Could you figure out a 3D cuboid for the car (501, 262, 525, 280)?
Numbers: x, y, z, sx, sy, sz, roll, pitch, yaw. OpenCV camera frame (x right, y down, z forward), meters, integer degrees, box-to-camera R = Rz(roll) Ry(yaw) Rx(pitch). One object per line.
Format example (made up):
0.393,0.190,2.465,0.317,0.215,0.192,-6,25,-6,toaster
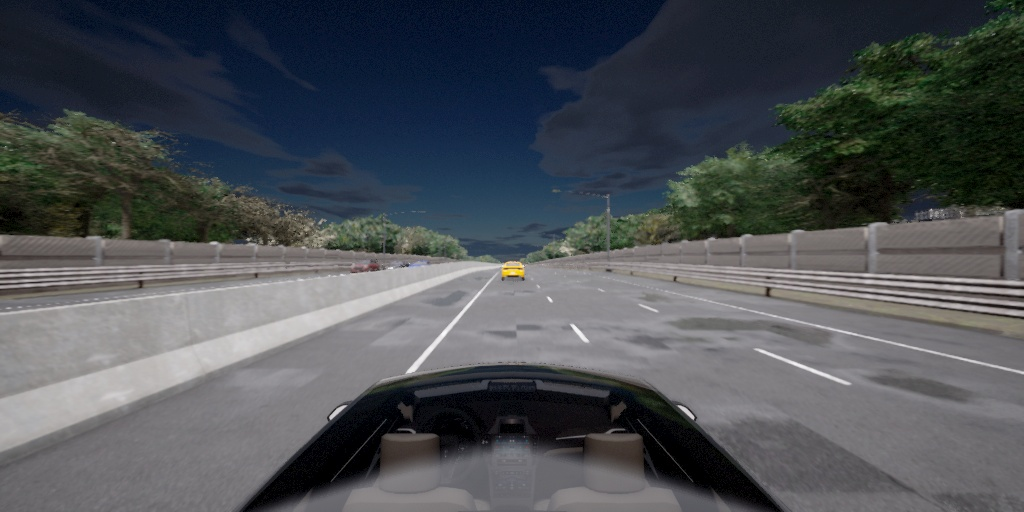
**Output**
0.091,1.243,31.823,1.882,1.535,5.008,0,0,0,car

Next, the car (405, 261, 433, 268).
-10.579,1.297,41.981,1.882,1.535,5.008,0,0,0,car

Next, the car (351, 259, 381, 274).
-17.565,1.188,43.198,2.097,1.767,4.553,0,-1,0,car

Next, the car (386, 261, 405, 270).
-14.069,1.344,44.569,2.128,1.511,4.902,0,-1,0,car
